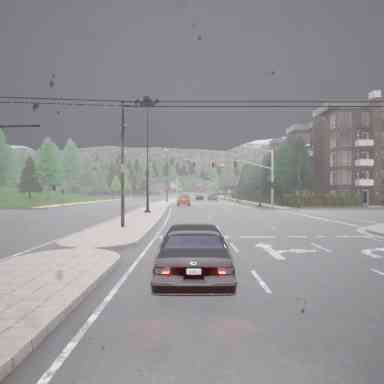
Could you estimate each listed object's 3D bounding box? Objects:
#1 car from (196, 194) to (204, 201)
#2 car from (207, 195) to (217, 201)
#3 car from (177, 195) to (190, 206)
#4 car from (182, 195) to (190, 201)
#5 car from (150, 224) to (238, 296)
[{"bbox_3d":[1.977,1.477,85.396,1.882,1.535,5.008,0,0,0],"label":"car"},{"bbox_3d":[5.477,1.539,85.403,2.033,1.411,5.357,0,0,0],"label":"car"},{"bbox_3d":[-1.359,1.352,54.532,2.097,1.767,4.553,0,0,-1],"label":"car"},{"bbox_3d":[-1.523,1.523,85.357,1.812,1.442,4.674,0,0,0],"label":"car"},{"bbox_3d":[0.042,1.547,8.787,2.033,1.411,5.357,0,0,0],"label":"car"}]
